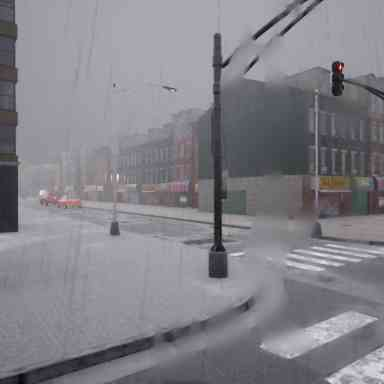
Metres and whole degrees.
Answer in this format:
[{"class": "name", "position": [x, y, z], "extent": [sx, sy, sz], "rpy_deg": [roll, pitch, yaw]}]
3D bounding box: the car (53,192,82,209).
[{"class": "car", "position": [-15.891, 1.206, 42.983], "extent": [2.097, 1.767, 4.553], "rpy_deg": [0, 0, -36]}]

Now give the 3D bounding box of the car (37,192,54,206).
[{"class": "car", "position": [-21.631, 1.045, 50.922], "extent": [2.150, 2.045, 5.566], "rpy_deg": [0, 0, -36]}]
